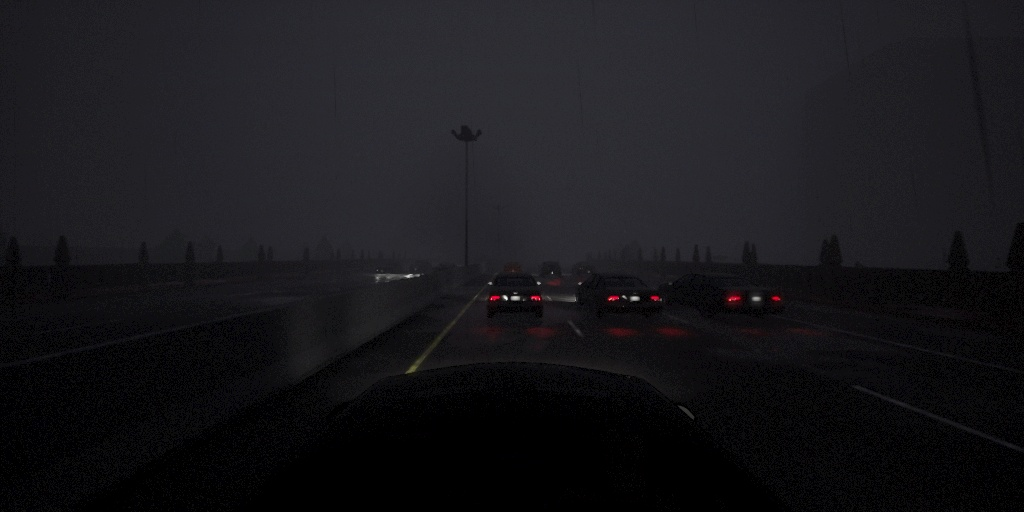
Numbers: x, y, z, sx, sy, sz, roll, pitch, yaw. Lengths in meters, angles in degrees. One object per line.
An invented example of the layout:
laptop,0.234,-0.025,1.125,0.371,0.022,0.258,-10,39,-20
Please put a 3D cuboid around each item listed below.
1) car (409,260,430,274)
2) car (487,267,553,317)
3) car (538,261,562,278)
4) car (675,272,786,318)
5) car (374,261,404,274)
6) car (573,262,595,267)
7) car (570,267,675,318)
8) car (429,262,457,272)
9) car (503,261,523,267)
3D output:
car,-10.595,1.226,41.959,2.128,1.511,4.902,0,0,0
car,0.098,1.293,13.116,2.033,1.411,5.357,0,0,0
car,3.591,1.243,34.331,1.837,1.490,4.892,0,0,0
car,7.097,1.294,12.924,2.033,1.411,5.357,0,0,0
car,-14.101,1.283,41.567,2.033,1.411,5.357,0,0,0
car,7.078,1.264,35.368,1.812,1.442,4.674,0,0,0
car,3.598,1.294,13.013,2.033,1.411,5.357,0,0,0
car,-7.104,1.337,38.239,1.895,1.301,4.718,0,0,0
car,0.090,1.215,35.958,1.882,1.535,5.008,0,0,0
